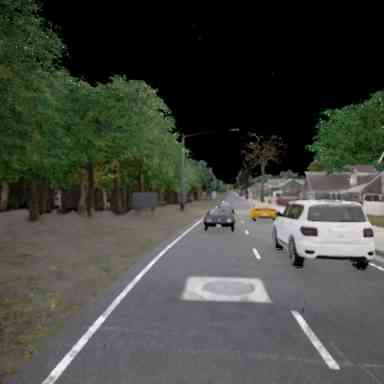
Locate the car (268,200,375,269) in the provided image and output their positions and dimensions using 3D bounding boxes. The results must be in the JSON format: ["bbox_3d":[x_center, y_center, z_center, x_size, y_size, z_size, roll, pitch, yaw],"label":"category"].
[{"bbox_3d":[4.273,1.286,11.653,2.150,2.045,5.566,0,0,5],"label":"car"}]

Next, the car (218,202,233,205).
[{"bbox_3d":[4.239,1.897,42.229,1.994,1.385,4.181,0,0,7],"label":"car"}]

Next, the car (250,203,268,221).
[{"bbox_3d":[6.325,1.719,30.014,1.882,1.535,5.008,0,-1,7],"label":"car"}]

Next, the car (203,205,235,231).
[{"bbox_3d":[1.851,1.736,21.884,1.895,1.301,4.718,0,-1,7],"label":"car"}]
